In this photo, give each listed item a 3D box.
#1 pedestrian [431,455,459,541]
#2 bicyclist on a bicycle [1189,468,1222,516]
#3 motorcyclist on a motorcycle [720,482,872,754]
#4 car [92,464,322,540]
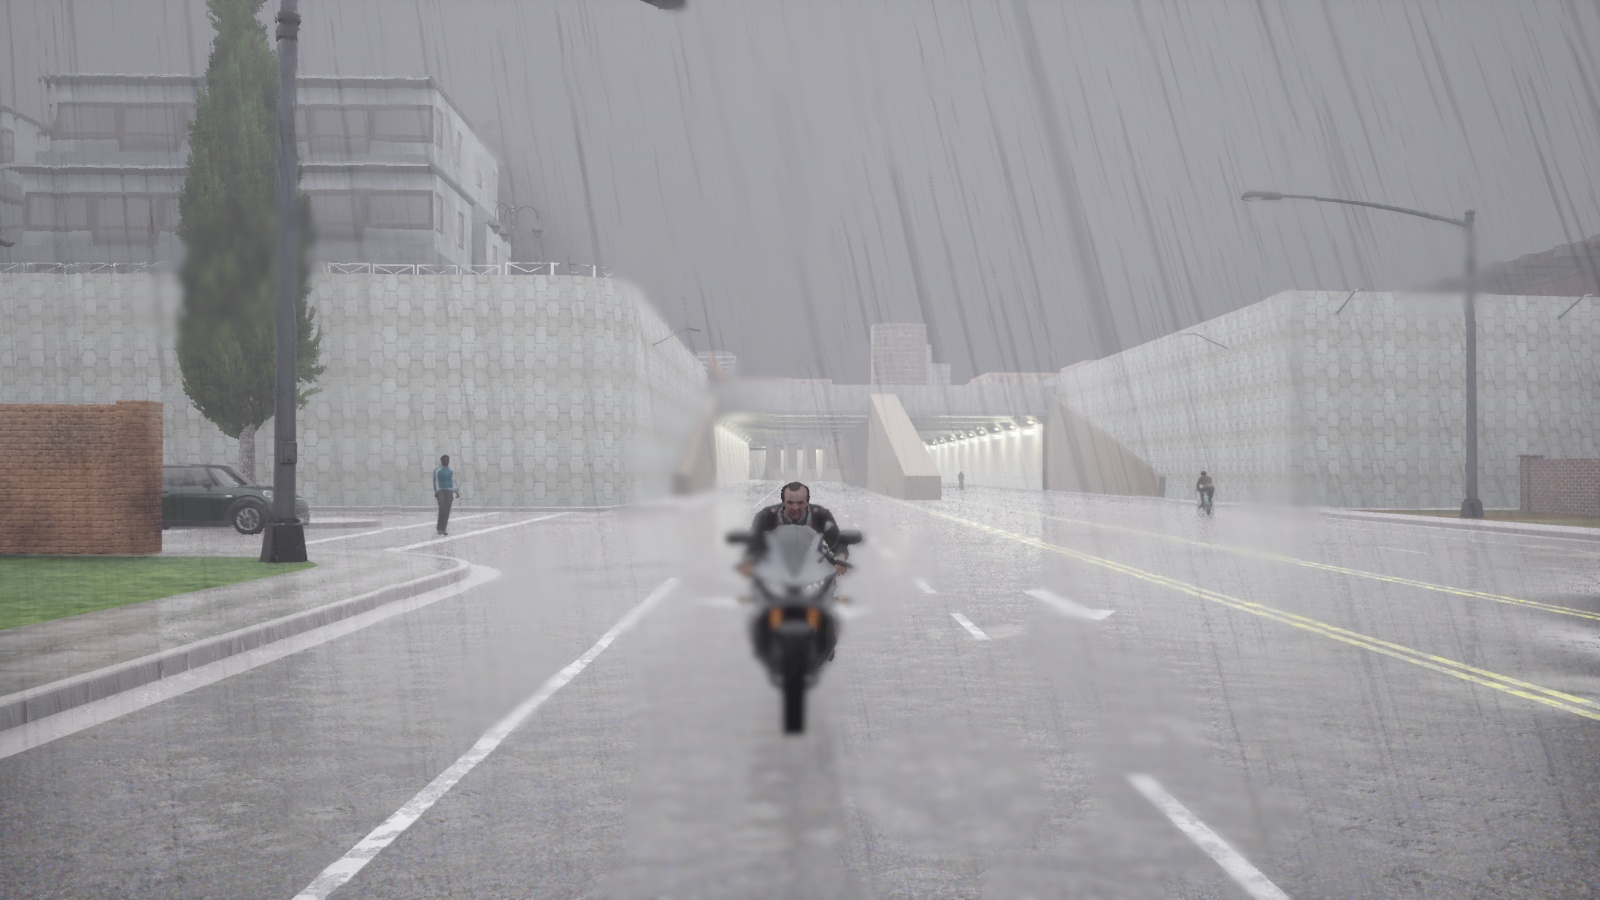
[{"bbox_3d":[-8.081,1.087,28.570,0.396,1.930,0.692,1,-1,-38],"label":"pedestrian"},{"bbox_3d":[13.881,1.432,43.014,0.582,1.620,1.656,0,-1,0],"label":"bicyclist on a bicycle"},{"bbox_3d":[-0.024,0.989,8.284,0.866,1.530,2.191,0,-1,0],"label":"motorcyclist on a motorcycle"},{"bbox_3d":[-14.252,1.239,30.387,4.553,1.767,2.097,0,-1,-1],"label":"car"}]
